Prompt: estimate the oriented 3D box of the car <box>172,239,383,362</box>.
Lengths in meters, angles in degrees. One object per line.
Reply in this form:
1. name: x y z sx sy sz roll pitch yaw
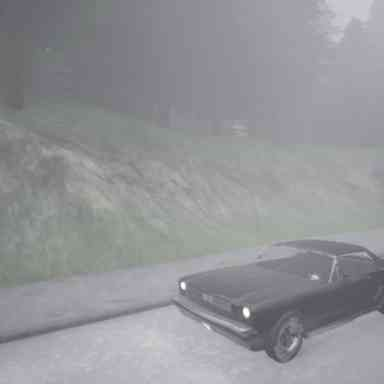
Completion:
1. car: 2.030 1.600 5.999 4.718 1.301 1.895 0 0 -35
